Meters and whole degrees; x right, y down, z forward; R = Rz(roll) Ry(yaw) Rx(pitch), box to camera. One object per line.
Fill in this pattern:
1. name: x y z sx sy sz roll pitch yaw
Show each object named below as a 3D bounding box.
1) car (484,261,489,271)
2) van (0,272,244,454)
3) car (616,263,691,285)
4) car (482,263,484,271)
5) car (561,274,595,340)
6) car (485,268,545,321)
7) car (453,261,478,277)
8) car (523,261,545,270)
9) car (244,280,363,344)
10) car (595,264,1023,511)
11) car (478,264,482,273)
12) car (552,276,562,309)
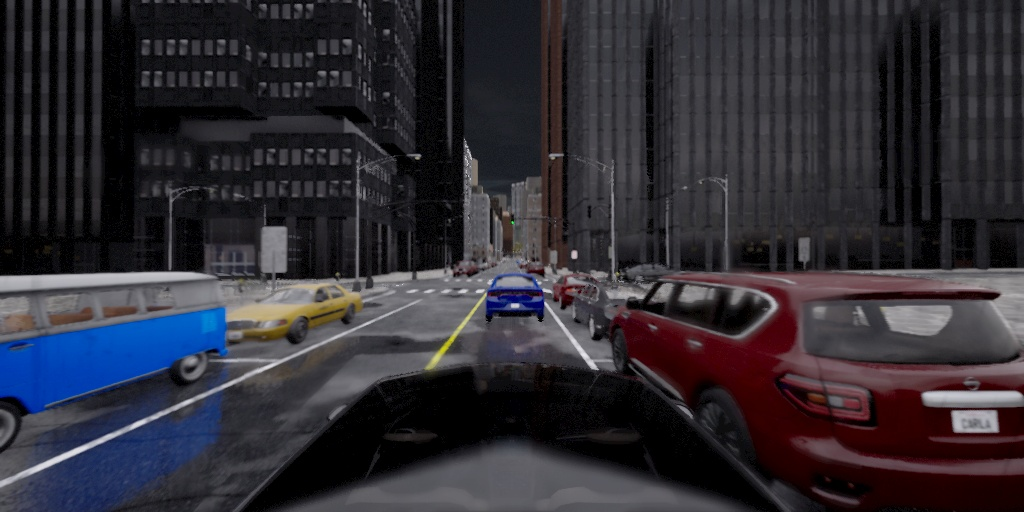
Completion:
1. car: -5.738 2.044 65.187 1.948 1.339 4.313 0 0 0
2. van: -5.763 1.121 4.531 1.690 1.789 3.998 0 0 0
3. car: 10.655 1.339 27.236 4.892 1.490 1.837 -1 -2 -3
4. car: -5.742 1.904 53.902 1.948 1.339 4.313 0 0 0
5. car: 2.767 1.390 10.040 2.007 1.370 4.403 0 0 0
6. car: 0.098 1.351 13.098 1.882 1.535 5.008 0 -1 0
7. car: -5.747 1.520 42.617 2.192 1.841 5.009 0 0 0
8. car: 2.778 1.520 42.603 2.192 1.841 5.009 0 0 0
9. car: -5.760 1.365 9.885 1.751 1.417 4.829 0 0 0
10. car: 2.766 1.095 4.515 2.192 1.841 5.009 0 0 0
11. car: -5.745 1.586 48.259 2.192 1.841 5.009 0 0 0
12. car: 2.768 1.445 15.565 1.888 1.381 4.507 0 0 0
